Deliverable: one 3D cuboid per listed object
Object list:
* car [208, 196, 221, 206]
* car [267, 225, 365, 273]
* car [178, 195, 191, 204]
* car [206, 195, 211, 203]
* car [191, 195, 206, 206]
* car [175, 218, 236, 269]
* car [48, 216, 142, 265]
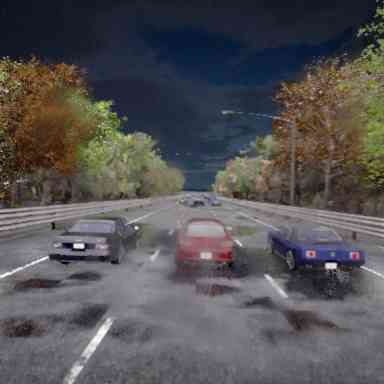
[{"bbox_3d":[4.883,2.159,68.521,1.994,1.385,4.181,2,0,1],"label":"car"},{"bbox_3d":[3.933,1.797,11.505,1.895,1.301,4.718,2,0,1],"label":"car"},{"bbox_3d":[-2.011,1.959,74.693,2.128,1.511,4.902,2,0,1],"label":"car"},{"bbox_3d":[5.203,1.938,87.117,2.150,2.045,5.566,2,0,1],"label":"car"},{"bbox_3d":[1.325,1.949,64.820,1.882,1.535,5.008,2,0,1],"label":"car"},{"bbox_3d":[0.438,1.622,11.564,1.812,1.442,4.674,2,0,1],"label":"car"},{"bbox_3d":[-3.062,1.544,11.620,2.033,1.411,5.357,2,0,1],"label":"car"}]
